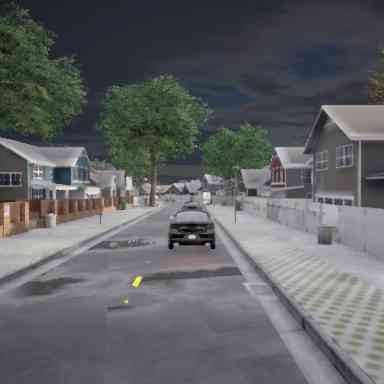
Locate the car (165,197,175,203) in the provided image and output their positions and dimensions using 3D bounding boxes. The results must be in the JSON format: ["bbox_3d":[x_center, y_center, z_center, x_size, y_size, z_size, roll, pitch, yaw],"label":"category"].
[{"bbox_3d":[-4.978,1.760,75.560,1.994,1.385,4.181,0,0,-8],"label":"car"}]

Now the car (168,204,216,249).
[{"bbox_3d":[0.000,1.490,14.615,1.882,1.535,5.008,0,0,0],"label":"car"}]

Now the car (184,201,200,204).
[{"bbox_3d":[0.000,1.548,29.618,1.837,1.490,4.892,0,0,0],"label":"car"}]
